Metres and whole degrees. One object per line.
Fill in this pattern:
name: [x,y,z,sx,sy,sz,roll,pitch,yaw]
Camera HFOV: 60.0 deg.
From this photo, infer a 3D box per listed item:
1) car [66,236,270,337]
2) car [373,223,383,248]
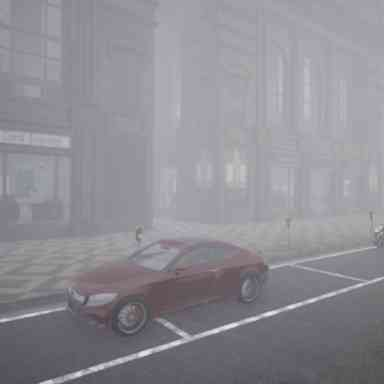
car: [-0.246,1.577,6.579,4.206,1.307,1.802,0,1,-35]
car: [8.915,1.416,13.107,4.097,1.590,1.967,0,1,-35]
